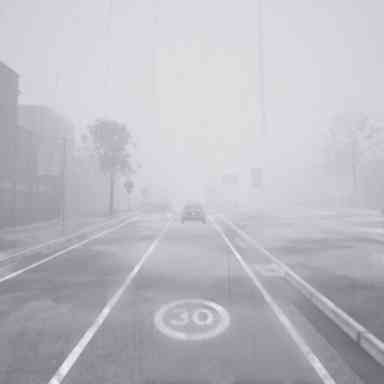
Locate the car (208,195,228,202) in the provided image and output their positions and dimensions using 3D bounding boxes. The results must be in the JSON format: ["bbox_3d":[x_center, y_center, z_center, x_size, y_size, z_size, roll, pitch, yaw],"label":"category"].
[{"bbox_3d":[6.298,1.609,80.236,4.553,1.767,2.185,0,-1,0],"label":"car"}]

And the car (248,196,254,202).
[{"bbox_3d":[18.446,1.667,87.940,5.566,2.045,2.435,0,-2,-1],"label":"car"}]

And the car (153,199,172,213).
[{"bbox_3d":[-3.334,1.525,38.485,1.882,1.535,5.008,0,0,0],"label":"car"}]

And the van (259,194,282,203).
[{"bbox_3d":[18.445,1.449,76.768,4.442,1.987,1.878,0,-1,0],"label":"van"}]

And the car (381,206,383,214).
[{"bbox_3d":[18.710,1.526,28.465,4.674,1.452,2.002,0,0,0],"label":"car"}]

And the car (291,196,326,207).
[{"bbox_3d":[18.766,1.383,52.801,4.553,1.767,2.185,0,0,0],"label":"car"}]

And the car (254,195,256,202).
[{"bbox_3d":[18.705,1.777,82.220,5.366,1.575,1.946,0,-1,0],"label":"car"}]

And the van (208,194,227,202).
[{"bbox_3d":[6.359,1.576,83.275,4.442,1.987,1.878,0,-1,0],"label":"van"}]

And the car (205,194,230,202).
[{"bbox_3d":[6.105,1.679,77.315,5.366,1.575,1.946,0,-1,0],"label":"car"}]

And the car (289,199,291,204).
[{"bbox_3d":[18.696,1.553,55.971,4.674,1.452,2.002,0,0,0],"label":"car"}]

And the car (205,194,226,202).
[{"bbox_3d":[6.215,1.707,89.466,5.566,2.045,2.435,0,-2,-1],"label":"car"}]

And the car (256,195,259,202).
[{"bbox_3d":[18.726,1.723,79.560,5.366,1.575,1.946,0,-1,0],"label":"car"}]

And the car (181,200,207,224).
[{"bbox_3d":[0.104,1.579,25.264,2.033,1.411,5.357,0,0,0],"label":"car"}]
